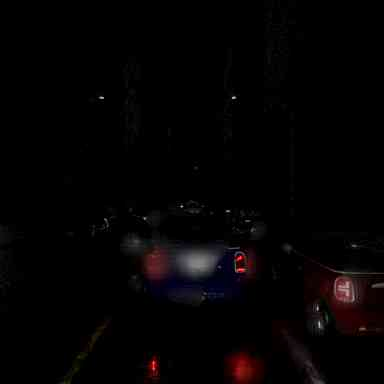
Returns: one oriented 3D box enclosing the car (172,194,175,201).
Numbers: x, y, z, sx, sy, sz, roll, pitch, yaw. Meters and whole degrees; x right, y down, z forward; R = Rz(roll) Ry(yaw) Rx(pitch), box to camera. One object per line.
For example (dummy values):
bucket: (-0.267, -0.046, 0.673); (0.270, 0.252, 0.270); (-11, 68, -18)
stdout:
car: (-5.563, 1.616, 76.518); (2.008, 1.369, 4.403); (0, 0, 0)

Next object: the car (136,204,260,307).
car: (0.105, 1.352, 8.157); (2.097, 1.767, 4.553); (0, 0, 0)

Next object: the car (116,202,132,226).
car: (-5.656, 1.584, 23.097); (1.802, 1.307, 4.206); (0, 0, 0)

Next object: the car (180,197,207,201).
car: (0.019, 1.460, 27.459); (1.801, 1.575, 5.366); (0, 0, 0)

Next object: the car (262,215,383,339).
car: (2.858, 1.440, 6.586); (1.967, 1.590, 4.097); (0, 0, 0)

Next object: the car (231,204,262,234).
car: (2.866, 1.552, 17.589); (2.008, 1.369, 4.403); (0, 0, 0)

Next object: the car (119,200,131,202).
car: (-5.652, 1.444, 28.598); (1.967, 1.590, 4.097); (0, 0, 0)

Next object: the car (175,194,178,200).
car: (-5.523, 1.638, 92.573); (1.752, 1.417, 4.829); (0, 0, 0)

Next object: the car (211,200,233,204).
car: (2.874, 1.569, 28.592); (1.947, 1.339, 4.313); (0, 0, 0)

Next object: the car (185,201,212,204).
car: (0.108, 1.479, 17.437); (1.882, 1.535, 5.008); (0, 0, 0)

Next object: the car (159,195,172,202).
car: (-5.591, 1.626, 65.701); (1.802, 1.307, 4.206); (0, 0, 0)

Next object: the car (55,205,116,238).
car: (-5.659, 1.567, 17.595); (1.947, 1.339, 4.313); (0, 0, 0)

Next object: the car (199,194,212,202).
car: (2.934, 1.484, 65.682); (1.967, 1.590, 4.097); (0, 0, 0)

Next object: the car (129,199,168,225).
car: (-3.034, 1.509, 24.081); (1.837, 1.490, 4.892); (0, 0, 0)
